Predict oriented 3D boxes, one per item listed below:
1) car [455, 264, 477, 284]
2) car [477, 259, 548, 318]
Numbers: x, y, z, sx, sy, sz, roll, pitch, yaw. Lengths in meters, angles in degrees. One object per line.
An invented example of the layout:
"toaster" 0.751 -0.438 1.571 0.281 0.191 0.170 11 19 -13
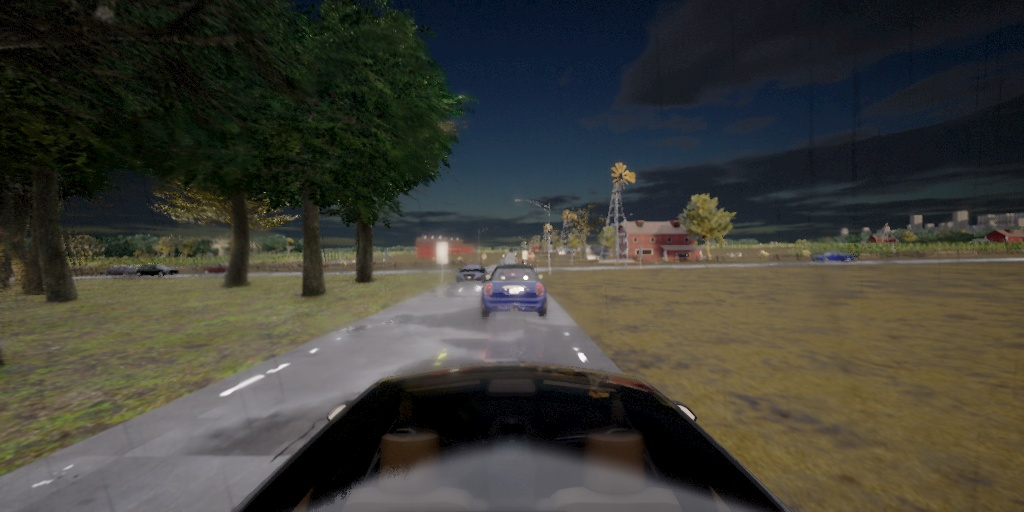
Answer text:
"car" -2.831 1.247 25.885 1.994 1.385 4.181 0 0 0
"car" 0.084 1.064 12.965 2.097 1.767 4.553 0 0 0
